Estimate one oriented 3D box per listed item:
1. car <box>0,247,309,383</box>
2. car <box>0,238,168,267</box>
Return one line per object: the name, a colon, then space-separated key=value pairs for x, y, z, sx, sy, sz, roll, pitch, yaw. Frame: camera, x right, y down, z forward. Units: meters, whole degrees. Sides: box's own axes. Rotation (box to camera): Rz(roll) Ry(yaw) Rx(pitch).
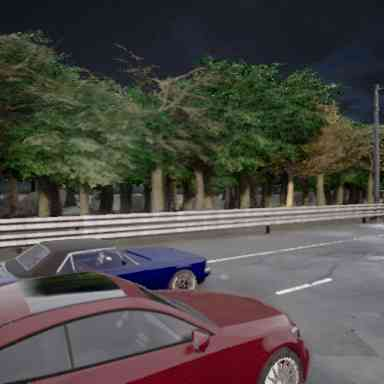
car: x=-0.895 y=1.526 z=3.108 sx=4.674 sy=1.442 sz=1.812 roll=0 pitch=0 yaw=-36
car: x=-1.929 y=1.602 z=6.675 sx=4.718 sy=1.301 sz=1.895 roll=0 pitch=0 yaw=-35
